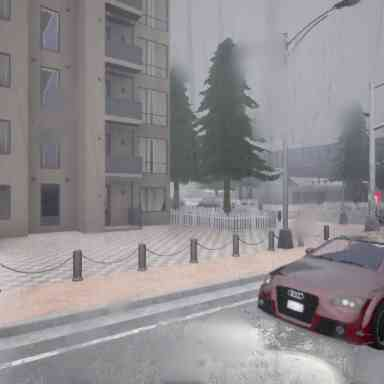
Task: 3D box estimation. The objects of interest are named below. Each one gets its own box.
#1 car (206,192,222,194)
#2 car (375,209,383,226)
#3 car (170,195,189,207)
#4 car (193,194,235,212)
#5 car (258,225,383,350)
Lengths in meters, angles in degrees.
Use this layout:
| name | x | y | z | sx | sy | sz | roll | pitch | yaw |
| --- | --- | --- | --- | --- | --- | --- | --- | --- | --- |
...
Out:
| name | x | y | z | sx | sy | sz | roll | pitch | yaw |
| --- | --- | --- | --- | --- | --- | --- | --- | --- | --- |
| car | 5.411 | 1.113 | 92.661 | 1.932 | 1.855 | 4.605 | 0 | 0 | -37 |
| car | 14.026 | 1.579 | 21.559 | 1.994 | 1.385 | 4.181 | 0 | 0 | -38 |
| car | -3.246 | 1.563 | 50.381 | 2.033 | 1.411 | 5.357 | 0 | 0 | -37 |
| car | 2.655 | 1.367 | 36.491 | 2.097 | 1.767 | 4.553 | 0 | 0 | -37 |
| car | 3.211 | 1.564 | 6.248 | 4.181 | 1.385 | 1.994 | 0 | 0 | -35 |
